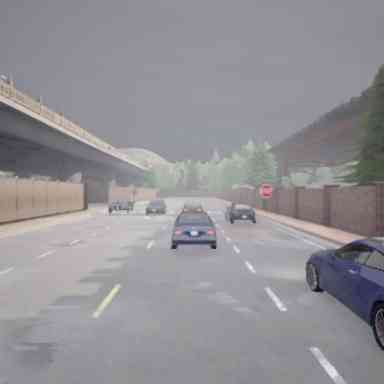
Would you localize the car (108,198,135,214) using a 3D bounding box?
[{"bbox_3d":[-7.040,1.344,33.523,1.994,1.385,4.181,0,0,0],"label":"car"}]

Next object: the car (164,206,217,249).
[{"bbox_3d":[0.080,1.540,14.573,2.033,1.411,5.357,0,0,0],"label":"car"}]

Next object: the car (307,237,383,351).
[{"bbox_3d":[3.577,1.521,5.885,1.812,1.442,4.674,0,0,0],"label":"car"}]

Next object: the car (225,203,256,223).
[{"bbox_3d":[3.572,1.511,24.895,1.812,1.442,4.674,0,0,0],"label":"car"}]

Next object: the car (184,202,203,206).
[{"bbox_3d":[0.067,1.584,30.395,1.895,1.301,4.718,0,0,0],"label":"car"}]

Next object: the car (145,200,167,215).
[{"bbox_3d":[-3.540,1.548,33.528,1.837,1.490,4.892,0,0,0],"label":"car"}]
